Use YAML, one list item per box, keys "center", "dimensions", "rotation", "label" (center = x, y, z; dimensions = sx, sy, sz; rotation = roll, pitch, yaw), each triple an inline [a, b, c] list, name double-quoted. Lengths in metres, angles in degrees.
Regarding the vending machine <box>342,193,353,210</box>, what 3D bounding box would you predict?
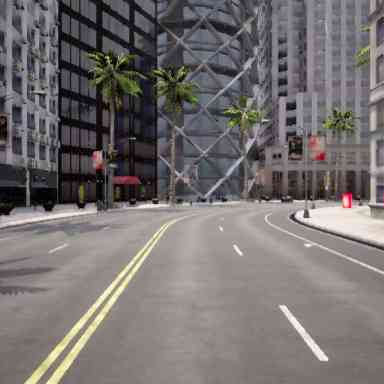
- center: [19.506, 1.178, 41.755]
  dimensions: [1.100, 2.100, 0.880]
  rotation: [0, 0, 44]
  label: "vending machine"
